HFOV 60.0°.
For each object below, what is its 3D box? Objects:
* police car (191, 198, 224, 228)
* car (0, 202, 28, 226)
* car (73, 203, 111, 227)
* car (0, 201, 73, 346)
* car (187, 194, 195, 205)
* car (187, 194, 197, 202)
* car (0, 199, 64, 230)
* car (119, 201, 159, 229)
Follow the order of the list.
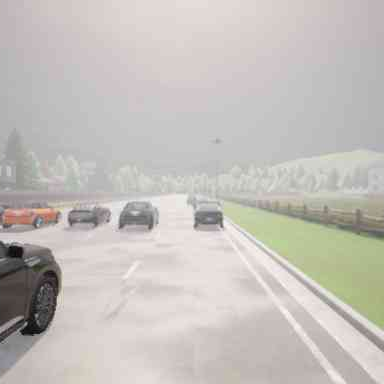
[{"bbox_3d":[1.048,1.443,22.556,1.930,1.638,5.238,0,0,0],"label":"police car"},{"bbox_3d":[-13.908,1.545,23.943,1.812,1.442,4.674,0,0,0],"label":"car"},{"bbox_3d":[-6.901,1.510,22.785,2.128,1.511,4.902,0,0,0],"label":"car"},{"bbox_3d":[-3.401,1.226,3.575,2.150,2.045,5.566,0,0,0],"label":"car"},{"bbox_3d":[-0.004,1.536,58.678,2.128,1.511,4.902,0,0,0],"label":"car"},{"bbox_3d":[-0.005,1.250,73.648,2.097,1.767,4.553,0,0,0],"label":"car"},{"bbox_3d":[-10.401,1.369,22.043,2.097,1.767,4.553,0,0,0],"label":"car"},{"bbox_3d":[-3.402,1.368,22.035,2.097,1.767,4.553,0,0,0],"label":"car"}]
